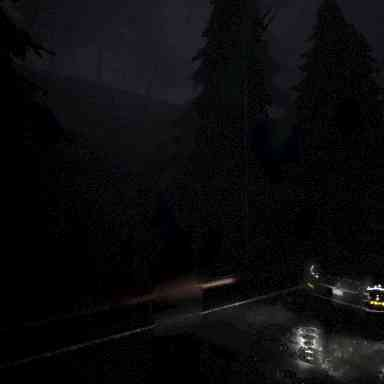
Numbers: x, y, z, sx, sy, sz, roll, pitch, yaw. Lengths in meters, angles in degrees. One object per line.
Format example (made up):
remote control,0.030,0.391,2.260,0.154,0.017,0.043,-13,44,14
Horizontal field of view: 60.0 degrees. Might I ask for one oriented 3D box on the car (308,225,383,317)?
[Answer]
car,4.530,1.505,7.248,4.892,1.490,1.837,0,0,-36
